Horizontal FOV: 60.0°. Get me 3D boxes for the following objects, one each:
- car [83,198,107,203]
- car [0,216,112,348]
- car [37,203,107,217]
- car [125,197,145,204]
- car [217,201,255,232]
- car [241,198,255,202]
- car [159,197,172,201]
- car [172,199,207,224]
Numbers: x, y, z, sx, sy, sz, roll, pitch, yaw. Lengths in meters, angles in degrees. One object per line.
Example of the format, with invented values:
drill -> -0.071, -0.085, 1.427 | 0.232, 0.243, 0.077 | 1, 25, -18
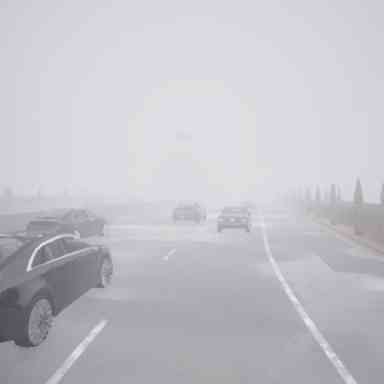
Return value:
car -> -13.670, 1.485, 46.806 | 1.994, 1.385, 4.181 | 0, 0, 12
car -> -2.983, 1.463, 6.253 | 2.128, 1.511, 4.902 | 0, 0, 4
car -> -5.356, 1.452, 14.965 | 1.837, 1.490, 4.892 | 0, 0, 9
car -> -8.952, 1.514, 52.529 | 1.994, 1.385, 4.181 | 0, 0, 12
car -> 2.589, 1.521, 19.852 | 2.033, 1.411, 5.357 | 0, 0, 11
car -> 6.691, 1.520, 40.780 | 1.812, 1.442, 4.674 | 0, 0, 11
car -> -4.374, 1.546, 57.639 | 1.812, 1.442, 4.674 | 0, 0, 11
car -> -0.112, 1.453, 24.157 | 2.128, 1.511, 4.902 | 0, 0, 11
